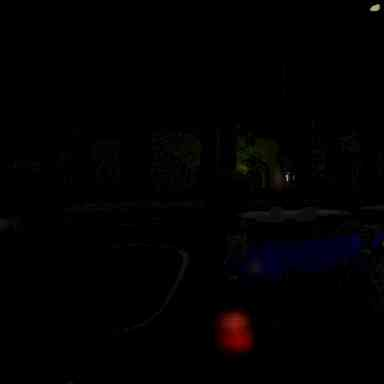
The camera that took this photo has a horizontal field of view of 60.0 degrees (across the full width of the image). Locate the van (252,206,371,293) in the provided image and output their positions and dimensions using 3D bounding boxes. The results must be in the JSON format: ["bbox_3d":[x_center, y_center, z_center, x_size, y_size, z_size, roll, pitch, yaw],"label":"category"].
[{"bbox_3d":[2.597,1.343,8.399,3.998,1.788,1.690,0,0,-36],"label":"van"}]

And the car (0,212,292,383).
[{"bbox_3d":[-2.130,1.221,1.855,5.566,2.045,2.150,0,0,-36],"label":"car"}]

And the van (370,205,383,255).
[{"bbox_3d":[7.198,1.343,11.691,3.998,1.788,1.690,0,0,-36],"label":"van"}]
